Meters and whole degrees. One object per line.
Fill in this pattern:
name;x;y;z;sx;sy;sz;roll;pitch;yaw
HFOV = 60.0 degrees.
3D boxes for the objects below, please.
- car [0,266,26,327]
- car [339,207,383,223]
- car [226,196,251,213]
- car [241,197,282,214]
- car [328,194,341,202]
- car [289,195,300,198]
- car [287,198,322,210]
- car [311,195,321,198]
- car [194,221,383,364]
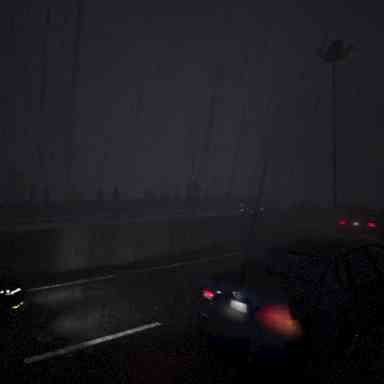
car;-5.038;1.530;4.619;4.892;1.490;1.837;0;0;-35
car;9.061;1.463;16.630;2.033;1.411;5.357;0;0;44
car;5.373;1.262;34.137;2.097;1.767;4.553;0;0;37
car;6.599;1.435;29.998;1.812;1.442;4.674;0;0;38
car;28.015;1.207;65.497;1.837;1.490;4.892;0;0;15
car;22.297;1.305;72.470;1.895;1.301;4.718;0;0;10
car;9.586;1.457;28.176;1.994;1.385;4.181;0;0;38
car;24.557;1.255;66.058;1.812;1.442;4.674;0;0;15
car;2.543;1.523;5.932;5.357;1.411;2.033;0;0;-39
